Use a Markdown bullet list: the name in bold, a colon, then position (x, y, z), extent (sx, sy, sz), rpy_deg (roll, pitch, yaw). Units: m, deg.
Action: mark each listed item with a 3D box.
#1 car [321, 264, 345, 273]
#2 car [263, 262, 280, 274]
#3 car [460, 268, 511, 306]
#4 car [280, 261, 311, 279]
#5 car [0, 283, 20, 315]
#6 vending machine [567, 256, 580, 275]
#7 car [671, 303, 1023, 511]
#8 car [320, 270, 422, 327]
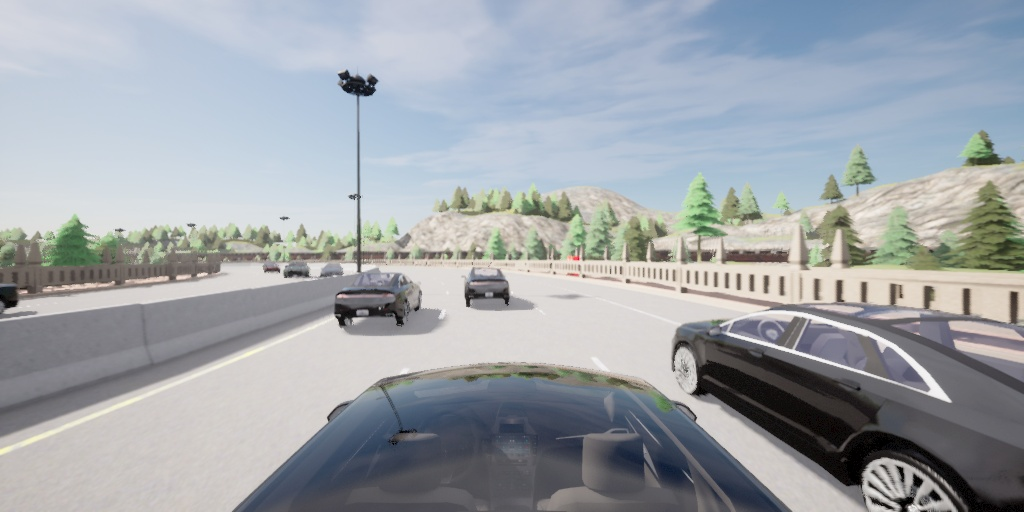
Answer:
- **car**: position (-17.049, 1.462, 34.222), extent (1.812, 1.442, 4.674), rpy_deg (0, 0, -22)
- **car**: position (-33.032, 1.760, 49.496), extent (1.895, 1.301, 4.718), rpy_deg (0, 0, -34)
- **car**: position (-1.234, 1.271, 16.123), extent (2.128, 1.511, 4.902), rpy_deg (0, 0, -9)
- **car**: position (-21.844, 1.338, 36.613), extent (2.097, 1.767, 4.553), rpy_deg (0, 0, -25)
- **car**: position (-18.272, 1.333, 10.587), extent (1.882, 1.535, 5.008), rpy_deg (0, 0, -8)
- **vending machine**: position (6.038, 0.970, 35.301), extent (1.100, 2.100, 0.880), rpy_deg (0, 0, -18)
- **car**: position (3.406, 1.229, 3.680), extent (2.128, 1.511, 4.902), rpy_deg (0, 0, -1)
- **car**: position (-4.165, 1.277, 11.782), extent (2.128, 1.511, 4.902), rpy_deg (0, 0, -6)
